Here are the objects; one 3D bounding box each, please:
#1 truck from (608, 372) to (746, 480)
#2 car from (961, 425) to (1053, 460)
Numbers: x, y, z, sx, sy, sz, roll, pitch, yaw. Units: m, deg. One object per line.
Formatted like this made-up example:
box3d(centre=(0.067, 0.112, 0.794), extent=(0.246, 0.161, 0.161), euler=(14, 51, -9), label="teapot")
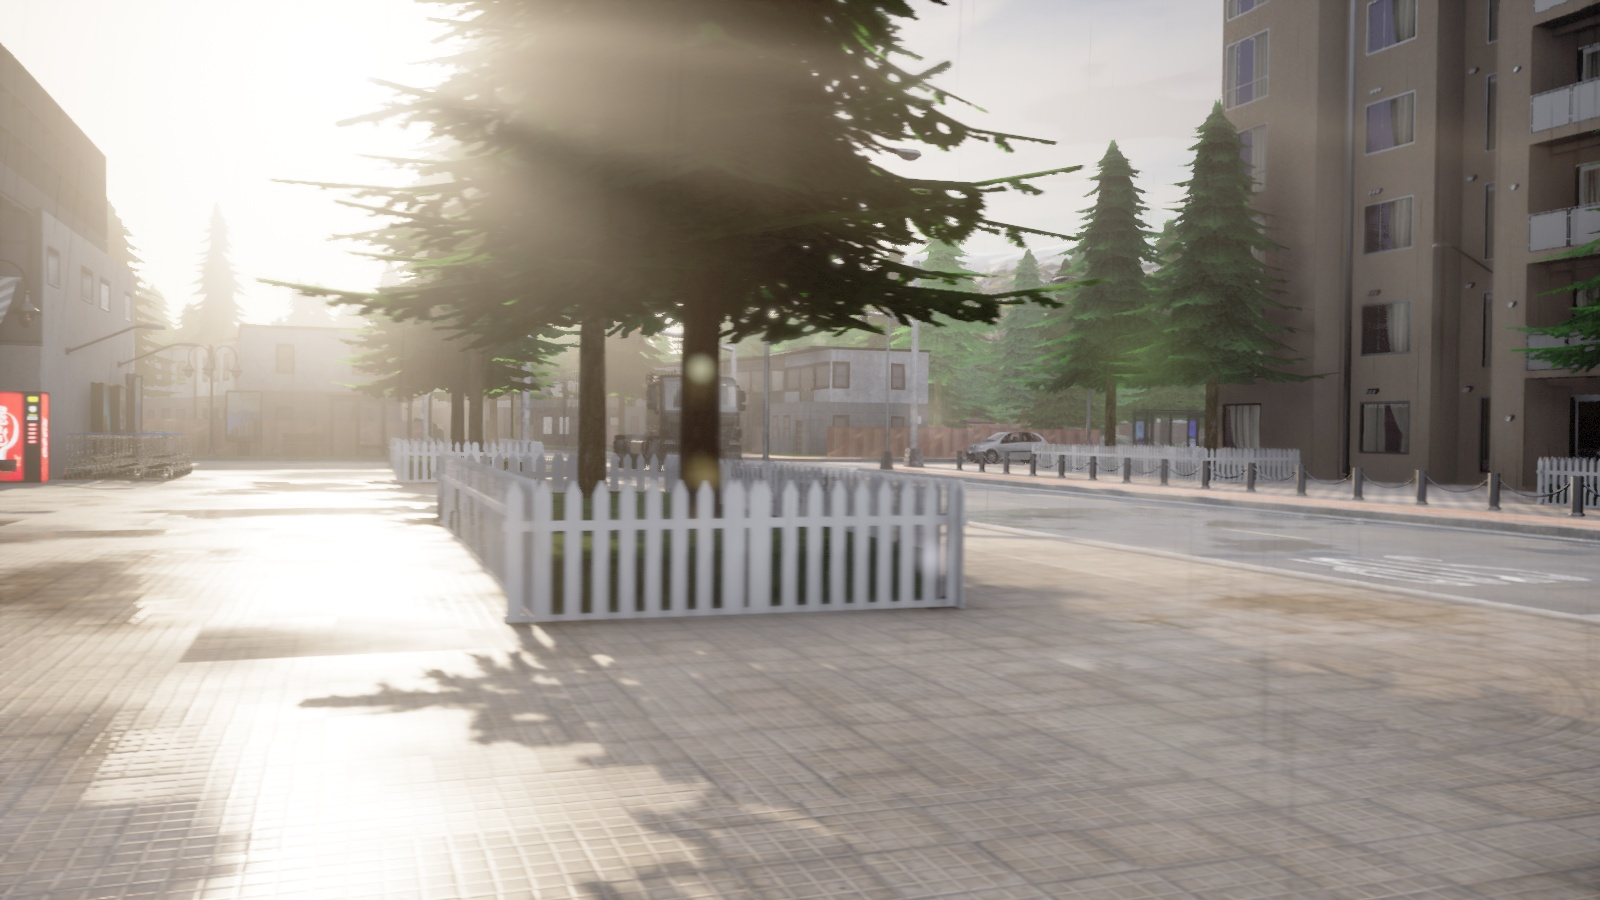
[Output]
box3d(centre=(-4.547, -0.839, 44.713), extent=(2.891, 3.462, 7.936), euler=(-1, 1, -20), label="truck")
box3d(centre=(10.042, -0.391, 60.855), extent=(3.988, 1.617, 1.851), euler=(-1, 1, -18), label="car")
